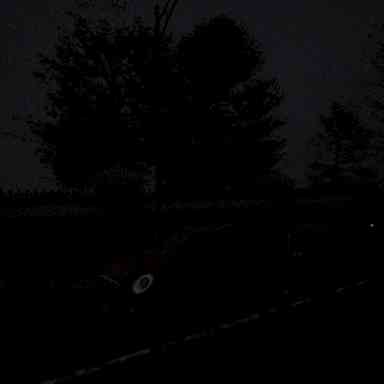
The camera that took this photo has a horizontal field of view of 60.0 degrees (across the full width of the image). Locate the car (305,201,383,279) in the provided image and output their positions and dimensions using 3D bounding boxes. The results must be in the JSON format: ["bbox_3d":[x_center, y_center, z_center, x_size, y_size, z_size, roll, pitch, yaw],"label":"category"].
[{"bbox_3d":[4.763,1.235,9.952,5.009,1.841,2.192,-1,0,-35],"label":"car"}]

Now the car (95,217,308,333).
[{"bbox_3d":[0.179,1.407,6.684,4.097,1.590,1.967,-1,0,-35],"label":"car"}]

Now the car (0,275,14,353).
[{"bbox_3d":[-4.403,1.560,3.418,4.507,1.381,1.887,-1,0,-35],"label":"car"}]
